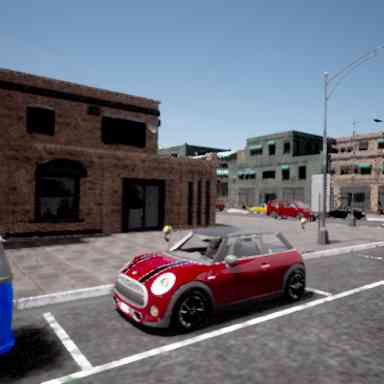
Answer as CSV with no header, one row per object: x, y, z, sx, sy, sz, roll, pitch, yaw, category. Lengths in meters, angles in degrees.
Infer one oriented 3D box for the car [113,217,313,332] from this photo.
0.480,1.486,6.885,4.097,1.590,1.967,1,0,-35,car

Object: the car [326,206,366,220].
15.836,2.152,34.713,1.947,1.339,4.313,1,-1,-35,car

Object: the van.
-4.113,1.327,3.608,3.998,1.788,1.690,1,0,-35,van

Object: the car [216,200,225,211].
3.183,2.116,52.948,2.192,1.841,5.009,1,-1,-35,car

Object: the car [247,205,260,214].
9.412,2.221,43.969,1.752,1.417,4.829,1,-1,-35,car

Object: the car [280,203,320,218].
12.674,2.080,39.273,1.967,1.590,4.097,1,-1,-35,car

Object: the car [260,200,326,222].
8.957,1.683,29.941,2.192,1.841,5.009,1,-1,-35,car
